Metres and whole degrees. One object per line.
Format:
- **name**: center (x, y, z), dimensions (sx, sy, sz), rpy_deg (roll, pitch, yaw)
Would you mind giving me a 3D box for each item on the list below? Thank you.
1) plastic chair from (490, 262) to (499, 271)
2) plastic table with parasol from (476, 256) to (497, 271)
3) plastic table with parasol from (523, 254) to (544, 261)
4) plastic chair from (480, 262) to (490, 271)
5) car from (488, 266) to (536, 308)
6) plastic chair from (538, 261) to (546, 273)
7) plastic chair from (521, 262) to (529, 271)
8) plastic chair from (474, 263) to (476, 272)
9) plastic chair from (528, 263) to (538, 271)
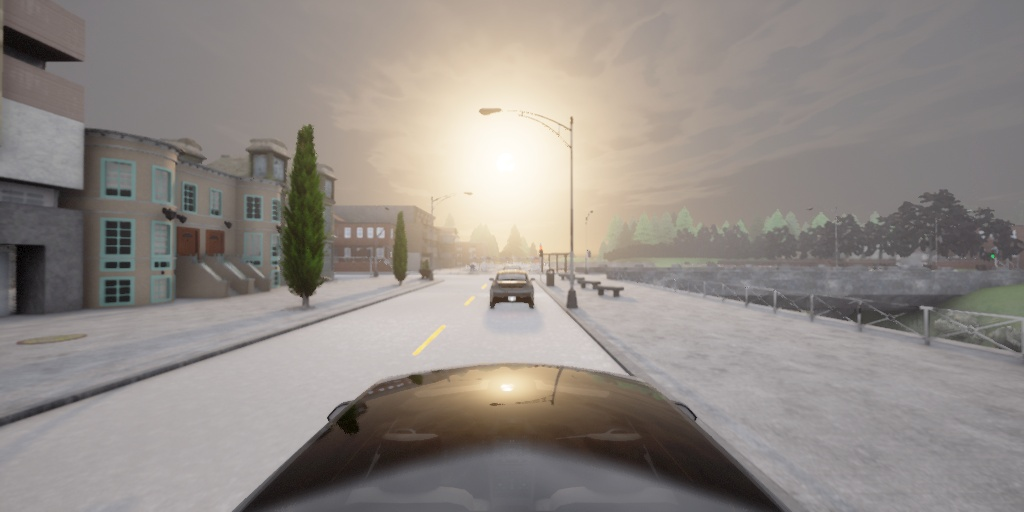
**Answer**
- **plastic chair**: center (-2.954, 1.821, 59.781), dimensions (0.730, 1.272, 0.750), rpy_deg (0, 0, 0)
- **plastic table with parasol**: center (-4.234, 1.219, 59.901), dimensions (2.482, 2.480, 2.482), rpy_deg (0, 0, 0)
- **plastic table with parasol**: center (3.586, 1.212, 59.151), dimensions (2.482, 2.480, 2.482), rpy_deg (0, 0, 0)
- **plastic chair**: center (-4.354, 1.811, 58.681), dimensions (0.750, 1.272, 0.730), rpy_deg (0, 0, 0)
- **car**: center (0.007, 1.392, 16.153), dimensions (1.837, 1.490, 4.892), rpy_deg (0, 0, 0)
- **plastic chair**: center (4.846, 1.814, 58.981), dimensions (0.730, 1.272, 0.750), rpy_deg (0, 0, 0)
- **plastic chair**: center (2.246, 1.816, 59.181), dimensions (0.730, 1.272, 0.750), rpy_deg (0, 0, 0)
- **plastic chair**: center (-5.554, 1.823, 59.981), dimensions (0.730, 1.272, 0.750), rpy_deg (0, 0, 0)
- **plastic chair**: center (3.446, 1.804, 57.881), dimensions (0.750, 1.272, 0.730), rpy_deg (0, 0, 0)
